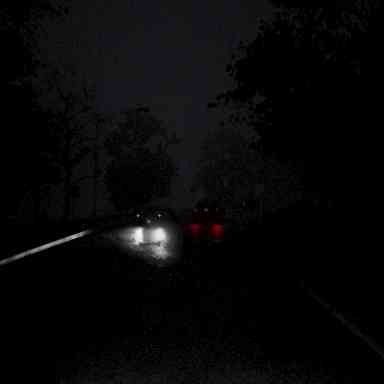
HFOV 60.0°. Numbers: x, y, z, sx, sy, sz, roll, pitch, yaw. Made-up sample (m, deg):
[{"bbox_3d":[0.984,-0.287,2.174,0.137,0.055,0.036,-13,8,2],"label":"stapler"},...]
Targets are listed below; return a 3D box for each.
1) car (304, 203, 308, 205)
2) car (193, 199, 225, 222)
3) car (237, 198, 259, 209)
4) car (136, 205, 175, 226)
[{"bbox_3d":[19.441,2.557,59.796,4.181,1.385,1.994,5,-6,-34],"label":"car"},{"bbox_3d":[1.396,1.329,26.203,2.097,1.767,4.553,-1,0,9],"label":"car"},{"bbox_3d":[7.234,1.413,41.754,1.994,1.385,4.181,-3,-1,29],"label":"car"},{"bbox_3d":[-2.530,1.620,23.845,1.895,1.301,4.718,-1,0,8],"label":"car"}]
